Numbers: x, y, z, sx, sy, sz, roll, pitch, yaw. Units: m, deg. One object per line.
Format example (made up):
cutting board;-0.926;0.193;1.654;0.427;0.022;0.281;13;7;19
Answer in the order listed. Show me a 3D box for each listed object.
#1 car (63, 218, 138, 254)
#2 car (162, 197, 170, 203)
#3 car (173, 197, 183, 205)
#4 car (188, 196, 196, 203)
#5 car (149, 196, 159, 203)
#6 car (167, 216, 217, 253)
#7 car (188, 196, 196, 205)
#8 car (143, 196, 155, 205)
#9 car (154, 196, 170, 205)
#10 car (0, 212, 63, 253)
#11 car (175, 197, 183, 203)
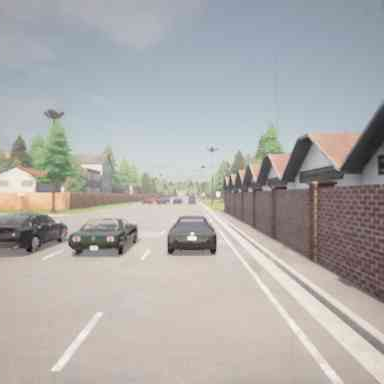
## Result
car;-3.499;1.733;14.104;1.895;1.301;4.718;0;0;0
car;-7.009;2.174;90.809;1.882;1.535;5.008;0;-1;0
car;-3.507;2.188;79.140;1.882;1.535;5.008;0;-1;0
car;-0.009;1.997;91.672;2.150;2.045;5.566;0;-1;0
car;-10.509;1.997;91.671;2.150;2.045;5.566;0;-1;0
car;0.005;1.699;14.300;1.994;1.385;4.181;0;0;0
car;-0.007;2.251;79.459;2.128;1.511;4.902;0;-1;0
car;-10.507;2.250;79.458;1.812;1.442;4.674;0;-1;0
car;-7.007;2.235;79.139;2.128;1.511;4.902;0;-1;0
car;-6.997;1.642;14.302;1.837;1.490;4.892;0;0;0
car;-3.509;2.221;90.809;1.812;1.442;4.674;0;-1;0
